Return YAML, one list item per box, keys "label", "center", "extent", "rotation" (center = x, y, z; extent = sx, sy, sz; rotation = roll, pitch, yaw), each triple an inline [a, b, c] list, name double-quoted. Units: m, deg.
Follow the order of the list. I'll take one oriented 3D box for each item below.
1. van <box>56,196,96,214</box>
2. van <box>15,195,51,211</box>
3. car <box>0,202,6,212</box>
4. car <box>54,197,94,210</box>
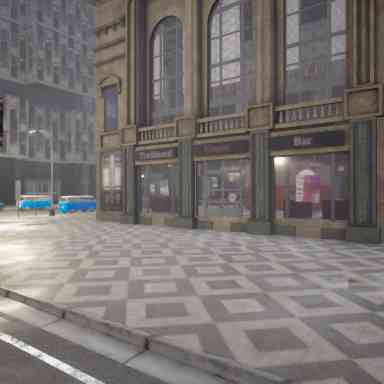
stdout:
- label: "van"
  center: [-11.606, 1.282, 34.129]
  extent: [1.690, 1.788, 3.998]
  rotation: [0, 0, 36]
- label: "van"
  center: [-18.537, 1.292, 39.092]
  extent: [1.690, 1.788, 3.998]
  rotation: [0, 0, 36]
- label: "car"
  center: [-21.809, 1.513, 34.525]
  extent: [2.008, 1.369, 4.403]
  rotation: [0, 0, 36]
- label: "car"
  center: [-15.364, 1.466, 43.521]
  extent: [1.752, 1.417, 4.829]
  rotation: [0, 0, 36]
